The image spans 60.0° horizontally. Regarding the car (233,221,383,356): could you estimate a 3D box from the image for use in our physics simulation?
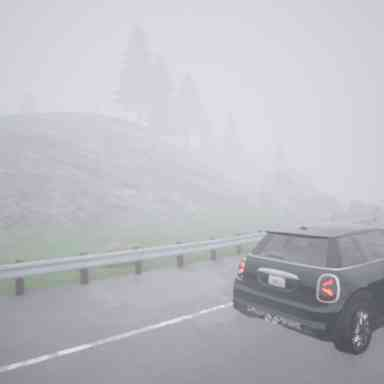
[{"bbox_3d":[2.927,1.371,6.398,4.553,1.767,2.097,0,0,-39],"label":"car"}]
